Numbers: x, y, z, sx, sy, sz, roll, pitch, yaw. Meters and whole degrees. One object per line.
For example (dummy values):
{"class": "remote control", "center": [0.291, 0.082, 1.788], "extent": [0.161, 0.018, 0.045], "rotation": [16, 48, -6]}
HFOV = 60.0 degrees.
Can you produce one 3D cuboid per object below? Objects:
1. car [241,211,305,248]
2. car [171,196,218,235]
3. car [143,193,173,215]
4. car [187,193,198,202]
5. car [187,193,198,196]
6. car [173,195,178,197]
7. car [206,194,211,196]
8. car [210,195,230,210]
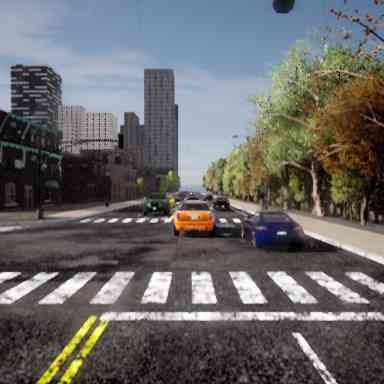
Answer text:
{"class": "car", "center": [3.369, 1.504, 14.450], "extent": [1.994, 1.385, 4.181], "rotation": [0, 0, 0]}
{"class": "car", "center": [0.127, 1.275, 18.528], "extent": [2.097, 1.767, 4.553], "rotation": [0, 0, 0]}
{"class": "car", "center": [-3.296, 1.087, 32.091], "extent": [2.150, 2.045, 5.566], "rotation": [0, 0, 0]}
{"class": "car", "center": [0.127, 1.070, 66.116], "extent": [2.097, 1.767, 4.553], "rotation": [0, 0, 1]}
{"class": "car", "center": [0.159, 1.303, 41.375], "extent": [1.882, 1.535, 5.008], "rotation": [0, 0, 0]}
{"class": "car", "center": [-3.272, 1.293, 43.791], "extent": [1.882, 1.535, 5.008], "rotation": [0, 0, 0]}
{"class": "car", "center": [3.360, 1.233, 64.557], "extent": [1.837, 1.490, 4.892], "rotation": [0, 1, 0]}
{"class": "car", "center": [3.406, 1.340, 39.261], "extent": [1.837, 1.490, 4.892], "rotation": [0, 0, 0]}
